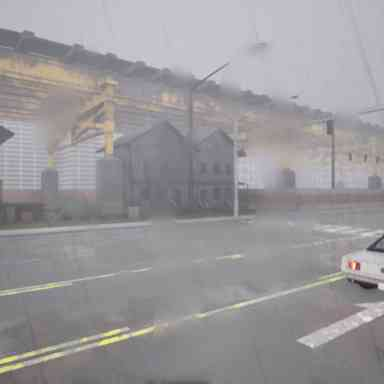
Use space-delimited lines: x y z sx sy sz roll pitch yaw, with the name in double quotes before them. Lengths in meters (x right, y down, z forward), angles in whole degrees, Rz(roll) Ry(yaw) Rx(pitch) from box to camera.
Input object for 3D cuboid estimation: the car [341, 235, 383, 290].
"car" 5.615 1.574 7.776 4.718 1.301 1.895 0 0 -35
